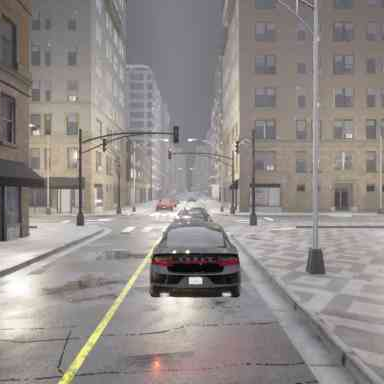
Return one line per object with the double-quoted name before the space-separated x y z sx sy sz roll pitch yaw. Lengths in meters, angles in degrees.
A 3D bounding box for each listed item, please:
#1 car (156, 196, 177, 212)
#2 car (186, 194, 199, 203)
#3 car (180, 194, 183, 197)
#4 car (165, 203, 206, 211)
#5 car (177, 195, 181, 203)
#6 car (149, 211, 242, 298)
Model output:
"car" -3.156 1.474 39.761 1.882 1.535 5.008 0 0 -1
"car" -0.032 1.595 70.801 1.895 1.301 4.718 0 0 0
"car" -3.155 1.500 59.667 1.837 1.490 4.892 0 0 0
"car" 0.081 1.546 18.392 2.033 1.411 5.357 0 0 6
"car" -3.139 1.543 49.492 2.033 1.411 5.357 0 0 0
"car" 0.063 1.477 8.582 1.882 1.535 5.008 0 0 0
